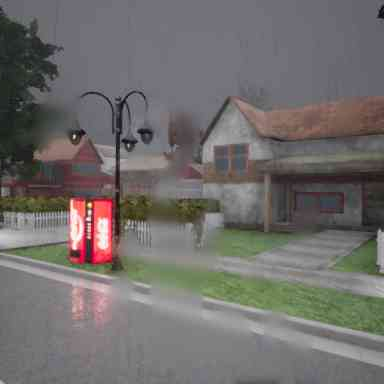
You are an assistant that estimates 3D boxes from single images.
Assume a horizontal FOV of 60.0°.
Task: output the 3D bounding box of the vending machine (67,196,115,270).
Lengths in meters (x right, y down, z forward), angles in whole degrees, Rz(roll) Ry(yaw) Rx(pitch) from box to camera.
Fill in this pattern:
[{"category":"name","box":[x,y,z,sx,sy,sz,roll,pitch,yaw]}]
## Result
[{"category":"vending machine","box":[-3.106,1.194,10.261,0.880,2.100,1.100,0,0,36]}]
